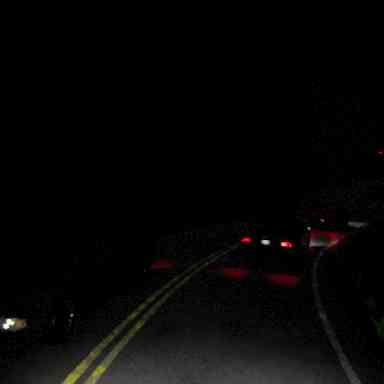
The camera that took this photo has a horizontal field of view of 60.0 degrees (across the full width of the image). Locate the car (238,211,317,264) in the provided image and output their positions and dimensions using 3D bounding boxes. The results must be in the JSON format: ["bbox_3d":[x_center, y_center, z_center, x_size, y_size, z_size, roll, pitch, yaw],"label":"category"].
[{"bbox_3d":[3.204,1.566,12.209,2.033,1.411,5.357,3,1,24],"label":"car"}]

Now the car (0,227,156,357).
[{"bbox_3d":[-2.327,1.468,6.651,2.033,1.411,5.357,1,1,13],"label":"car"}]

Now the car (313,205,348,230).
[{"bbox_3d":[9.236,1.590,22.327,1.882,1.535,5.008,3,1,32],"label":"car"}]
